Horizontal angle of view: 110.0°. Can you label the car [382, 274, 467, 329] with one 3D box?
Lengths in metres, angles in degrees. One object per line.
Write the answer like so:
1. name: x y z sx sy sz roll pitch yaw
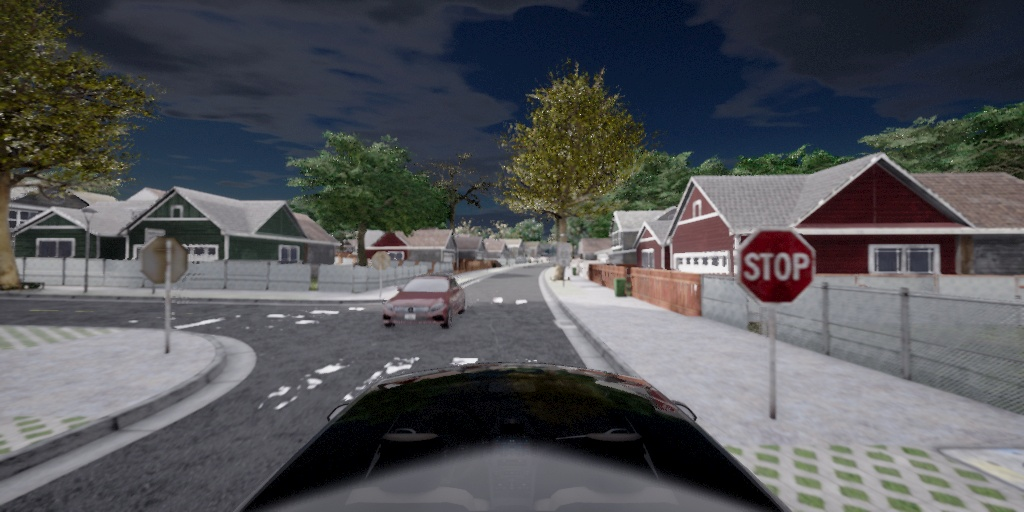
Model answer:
1. car: -2.616 1.352 11.720 1.812 1.442 4.674 1 -1 1
